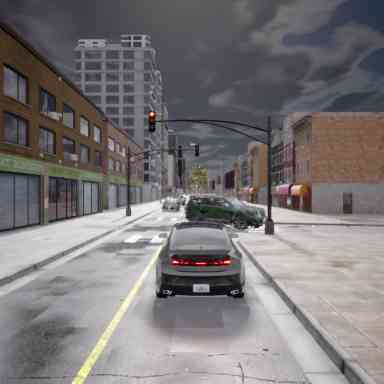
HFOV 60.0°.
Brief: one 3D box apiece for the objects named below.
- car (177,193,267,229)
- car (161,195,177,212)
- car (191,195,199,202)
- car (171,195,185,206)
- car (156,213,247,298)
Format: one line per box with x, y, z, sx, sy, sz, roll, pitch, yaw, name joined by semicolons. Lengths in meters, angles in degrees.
2.069;1.257;21.538;5.566;2.045;2.150;1;1;36;car
-2.483;1.491;39.093;2.128;1.511;4.902;0;0;1;car
0.724;1.466;75.097;1.837;1.490;4.892;0;0;1;car
-2.307;1.340;55.838;2.097;1.767;4.553;0;0;1;car
0.174;1.505;8.485;1.837;1.490;4.892;0;0;0;car
